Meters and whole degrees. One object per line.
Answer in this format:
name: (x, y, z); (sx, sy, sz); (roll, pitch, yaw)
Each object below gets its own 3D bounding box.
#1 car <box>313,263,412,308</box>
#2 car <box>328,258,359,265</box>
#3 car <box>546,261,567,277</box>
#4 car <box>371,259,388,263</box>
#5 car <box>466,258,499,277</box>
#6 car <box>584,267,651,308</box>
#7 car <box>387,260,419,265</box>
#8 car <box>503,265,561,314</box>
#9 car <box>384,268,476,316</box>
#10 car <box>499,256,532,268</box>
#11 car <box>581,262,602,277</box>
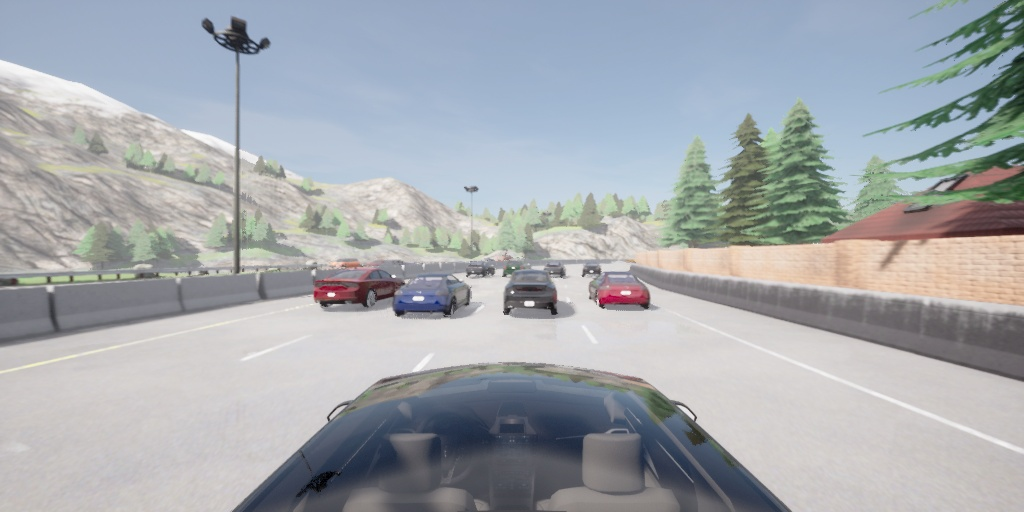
car: (-6.157, 1.216, 15.116); (1.882, 1.535, 5.008); (0, 0, 5)
car: (-21.848, 1.058, 46.803); (2.097, 1.767, 4.553); (0, 0, 15)
car: (4.251, 1.261, 35.206); (2.128, 1.511, 4.902); (0, 0, 13)
car: (-15.053, 1.227, 45.193); (1.837, 1.490, 4.892); (0, 0, 15)
car: (-2.984, 1.243, 34.979); (2.128, 1.511, 4.902); (0, 0, 13)
car: (4.414, 1.329, 15.266); (1.994, 1.385, 4.181); (0, 0, 6)
car: (-12.222, 1.330, 42.304); (1.895, 1.301, 4.718); (0, 0, 15)
car: (0.747, 1.260, 13.770); (1.837, 1.490, 4.892); (0, 0, 5)
car: (-2.792, 1.310, 13.307); (1.994, 1.385, 4.181); (0, 0, 4)
car: (0.589, 1.112, 34.855); (2.097, 1.767, 4.553); (0, 0, 13)
car: (8.128, 1.305, 36.357); (1.812, 1.442, 4.674); (0, 0, 14)
